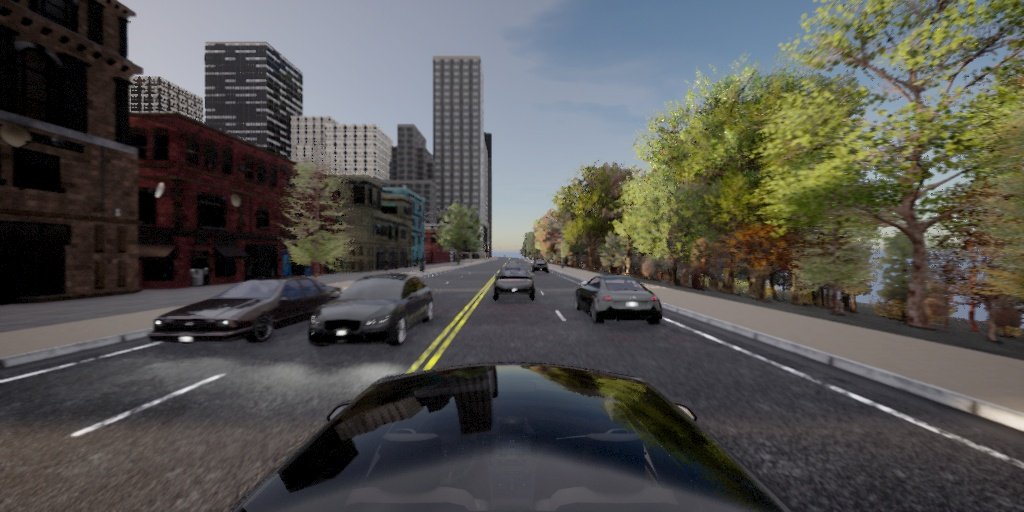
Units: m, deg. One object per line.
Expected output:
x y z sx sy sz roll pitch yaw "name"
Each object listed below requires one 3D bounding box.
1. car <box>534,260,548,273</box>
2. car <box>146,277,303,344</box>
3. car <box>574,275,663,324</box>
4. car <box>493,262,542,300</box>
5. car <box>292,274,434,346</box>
3.355 1.264 43.999 1.837 1.490 4.892 0 0 0 "car"
-6.599 1.301 9.918 2.033 1.411 5.357 0 0 0 "car"
3.352 1.318 12.010 1.994 1.385 4.181 0 0 0 "car"
0.102 1.247 17.818 2.128 1.511 4.902 0 0 0 "car"
-3.346 1.258 9.465 1.837 1.490 4.892 0 0 0 "car"
